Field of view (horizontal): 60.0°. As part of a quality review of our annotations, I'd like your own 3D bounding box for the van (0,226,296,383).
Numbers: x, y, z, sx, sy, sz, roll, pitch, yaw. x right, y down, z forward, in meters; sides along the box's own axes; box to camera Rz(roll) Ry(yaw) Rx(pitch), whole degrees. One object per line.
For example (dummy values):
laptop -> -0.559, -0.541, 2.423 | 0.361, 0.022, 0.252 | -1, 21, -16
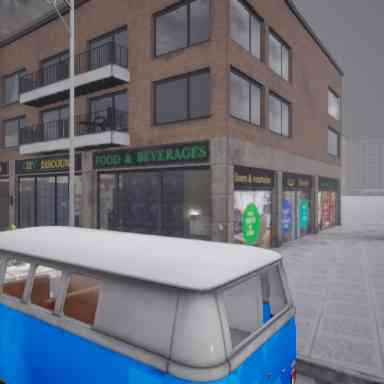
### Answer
van -> -0.943, 1.341, 3.533 | 3.998, 1.788, 1.690 | 0, 0, 36
